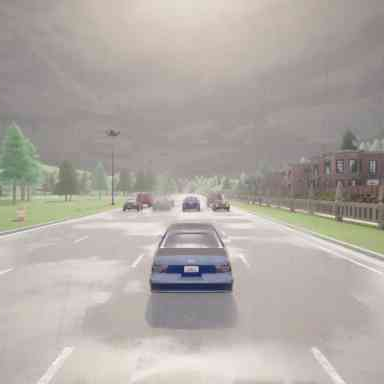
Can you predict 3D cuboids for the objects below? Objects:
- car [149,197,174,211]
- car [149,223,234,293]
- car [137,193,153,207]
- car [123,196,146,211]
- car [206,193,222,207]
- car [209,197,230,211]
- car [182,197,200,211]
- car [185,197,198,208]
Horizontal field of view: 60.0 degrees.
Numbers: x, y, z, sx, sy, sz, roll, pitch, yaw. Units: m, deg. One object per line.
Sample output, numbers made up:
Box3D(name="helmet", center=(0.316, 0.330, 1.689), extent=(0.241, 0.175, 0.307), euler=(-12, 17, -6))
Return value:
Box3D(name="car", center=(-3.578, 1.564, 39.998), extent=(1.994, 1.385, 4.181), euler=(0, 0, 0))
Box3D(name="car", center=(-0.018, 1.548, 8.975), extent=(2.033, 1.411, 5.357), euler=(0, 0, 0))
Box3D(name="car", center=(-7.097, 1.221, 50.024), extent=(2.150, 2.045, 5.566), euler=(0, 0, 0))
Box3D(name="car", center=(-7.078, 1.526, 39.991), extent=(1.812, 1.442, 4.674), euler=(0, 0, 0))
Box3D(name="car", center=(3.403, 1.221, 50.044), extent=(2.150, 2.045, 5.566), euler=(0, 0, 0))
Box3D(name="car", center=(3.422, 1.601, 40.041), extent=(1.895, 1.301, 4.718), euler=(0, 0, 0))
Box3D(name="car", center=(-0.078, 1.352, 39.974), extent=(2.097, 1.767, 4.553), euler=(0, 0, 0))
Box3D(name="car", center=(-0.097, 1.505, 50.008), extent=(1.837, 1.490, 4.892), euler=(0, 0, 0))
